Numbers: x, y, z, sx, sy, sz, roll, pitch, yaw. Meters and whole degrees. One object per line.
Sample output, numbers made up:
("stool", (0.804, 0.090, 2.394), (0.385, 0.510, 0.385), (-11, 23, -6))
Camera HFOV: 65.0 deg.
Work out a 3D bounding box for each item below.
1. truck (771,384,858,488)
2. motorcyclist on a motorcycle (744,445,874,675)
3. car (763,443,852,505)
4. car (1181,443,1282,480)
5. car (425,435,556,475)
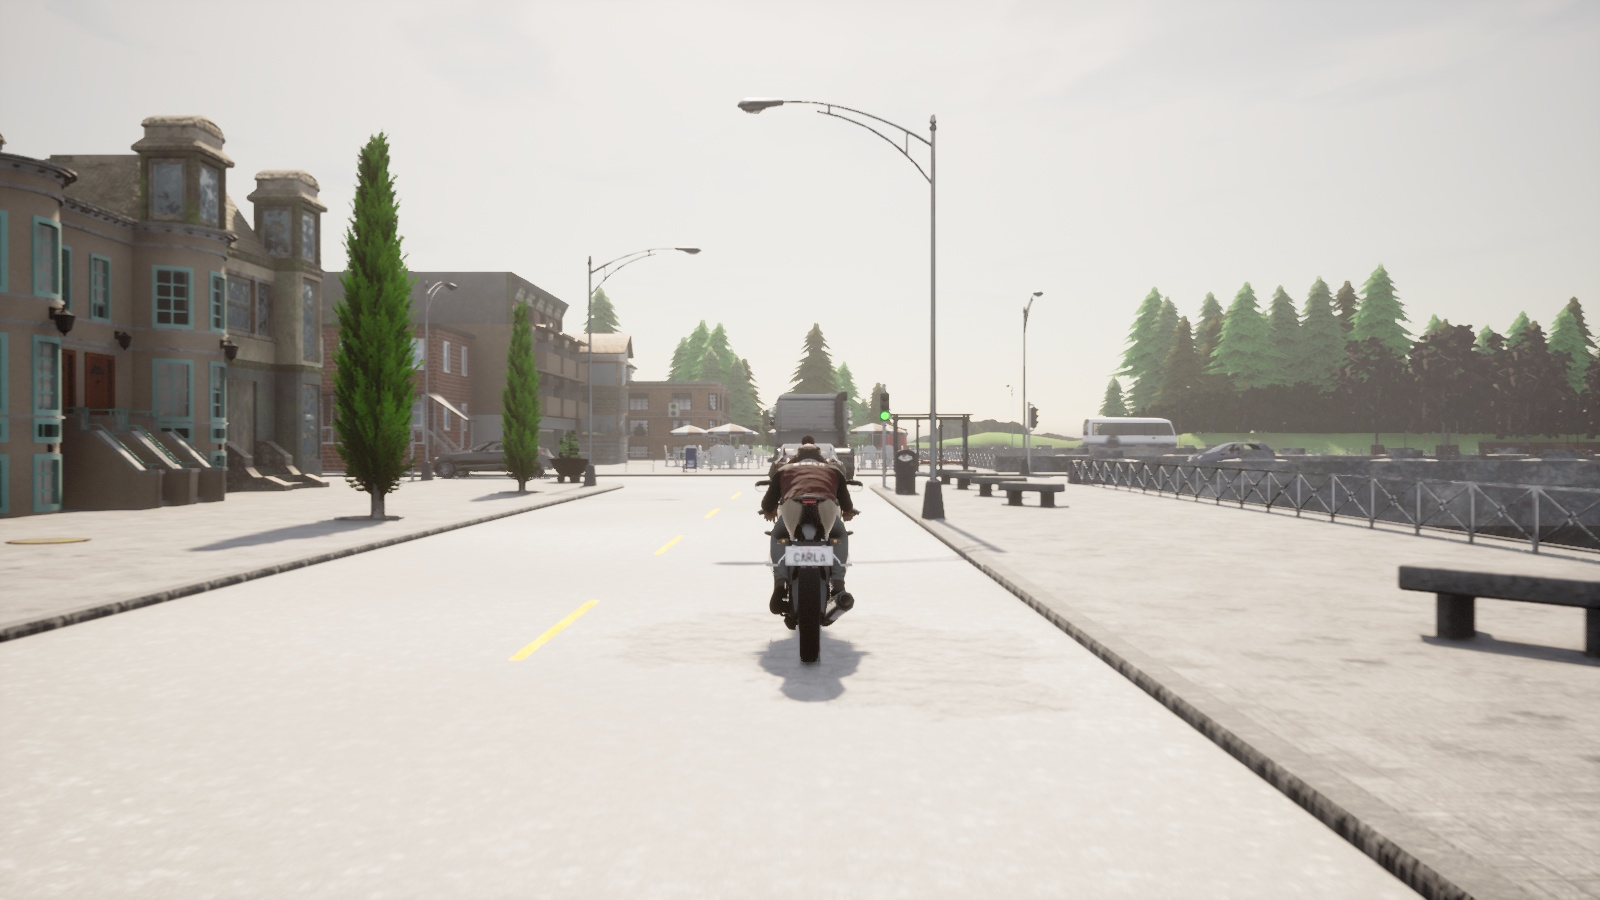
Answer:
("truck", (0.433, -0.494, 45.942), (2.891, 3.462, 7.936), (0, 0, -1))
("motorcyclist on a motorcycle", (0.068, 0.728, 9.467), (0.866, 1.530, 2.191), (0, 0, 0))
("car", (0.196, 0.562, 32.718), (2.163, 1.488, 4.792), (0, 0, 0))
("car", (18.231, 0.475, 53.175), (3.633, 1.501, 1.845), (0, 0, 0))
("car", (-13.104, 0.214, 53.378), (5.027, 1.651, 2.152), (0, 0, 4))
